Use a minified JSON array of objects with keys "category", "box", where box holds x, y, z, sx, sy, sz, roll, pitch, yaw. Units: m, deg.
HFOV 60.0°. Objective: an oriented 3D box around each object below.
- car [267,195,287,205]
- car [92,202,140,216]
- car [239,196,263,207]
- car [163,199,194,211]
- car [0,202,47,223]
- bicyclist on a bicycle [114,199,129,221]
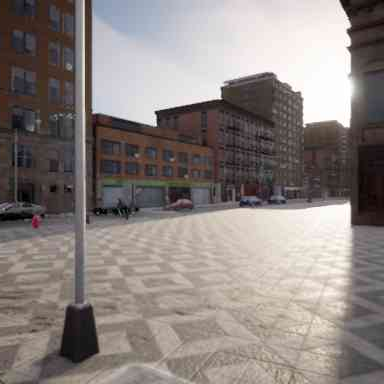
[{"category":"car","box":[14.883,1.337,58.022,2.097,1.767,4.553,0,0,36]},{"category":"car","box":[-7.433,1.626,32.560,1.895,1.301,4.718,0,0,36]},{"category":"car","box":[8.883,1.349,49.701,2.097,1.767,4.553,0,0,36]},{"category":"car","box":[-1.533,1.540,40.713,1.812,1.442,4.674,0,0,36]},{"category":"car","box":[-13.239,1.528,24.512,2.128,1.511,4.902,0,0,36]},{"category":"bicyclist on a bicycle","box":[-5.294,1.328,24.870,1.656,1.620,0.582,0,0,36]}]
